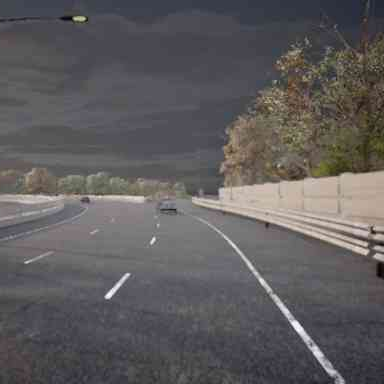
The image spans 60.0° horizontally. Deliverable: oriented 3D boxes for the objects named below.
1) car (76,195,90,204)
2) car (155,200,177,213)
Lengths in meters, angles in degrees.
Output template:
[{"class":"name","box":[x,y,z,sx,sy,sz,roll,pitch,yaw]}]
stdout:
[{"class":"car","box":[-21.083,1.450,64.397,1.837,1.490,4.892,1,0,-30]},{"class":"car","box":[-2.913,1.540,36.817,2.033,1.411,5.357,0,0,-13]}]
